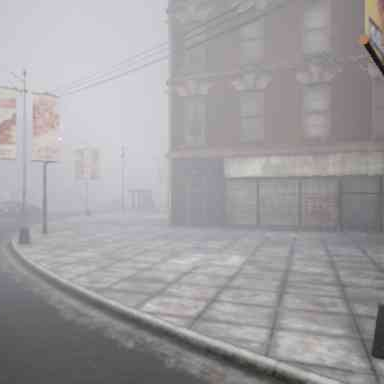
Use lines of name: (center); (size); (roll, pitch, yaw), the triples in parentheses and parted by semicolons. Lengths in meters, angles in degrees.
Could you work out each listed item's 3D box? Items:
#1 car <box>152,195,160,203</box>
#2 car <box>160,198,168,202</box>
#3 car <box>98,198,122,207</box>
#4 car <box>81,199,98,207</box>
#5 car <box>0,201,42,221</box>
car: (-11.364, 1.808, 86.670); (2.435, 2.045, 5.566); (0, 0, 19)
car: (-8.984, 2.217, 93.671); (1.895, 1.301, 4.718); (0, 0, 19)
car: (-13.968, 1.880, 59.283); (1.882, 1.535, 5.008); (0, 0, 20)
car: (-17.727, 1.969, 59.115); (1.994, 1.385, 4.181); (0, 0, 20)
car: (-15.212, 1.562, 29.603); (2.097, 1.767, 4.553); (0, 0, 2)
